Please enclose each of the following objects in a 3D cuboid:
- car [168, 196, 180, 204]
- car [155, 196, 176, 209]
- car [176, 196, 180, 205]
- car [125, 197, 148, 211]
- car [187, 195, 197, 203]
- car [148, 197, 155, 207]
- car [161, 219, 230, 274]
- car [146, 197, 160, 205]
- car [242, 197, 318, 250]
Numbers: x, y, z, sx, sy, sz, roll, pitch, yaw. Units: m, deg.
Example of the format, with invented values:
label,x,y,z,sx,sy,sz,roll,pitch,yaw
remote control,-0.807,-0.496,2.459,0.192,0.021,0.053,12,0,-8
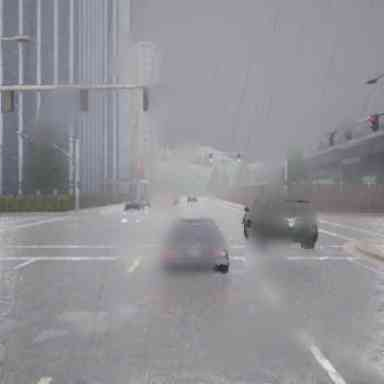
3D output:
label,x,y,z,sx,sy,sz,roll,pitch,yaw
car,-3.491,1.539,65.518,2.128,1.511,4.902,0,0,0
car,-3.588,1.511,45.937,1.882,1.535,5.008,0,0,0
car,-3.560,1.518,55.361,1.882,1.535,5.008,0,0,0
car,-7.093,1.631,41.412,1.895,1.301,4.718,0,0,0
car,0.010,1.407,72.475,2.097,1.767,4.553,0,0,0
car,-7.080,1.528,50.738,2.128,1.511,4.902,0,0,0
car,0.091,1.556,10.556,2.033,1.411,5.357,0,0,0
car,-7.023,1.569,59.990,1.812,1.442,4.674,0,0,1
car,3.596,1.245,14.470,2.150,2.045,5.566,0,0,0
